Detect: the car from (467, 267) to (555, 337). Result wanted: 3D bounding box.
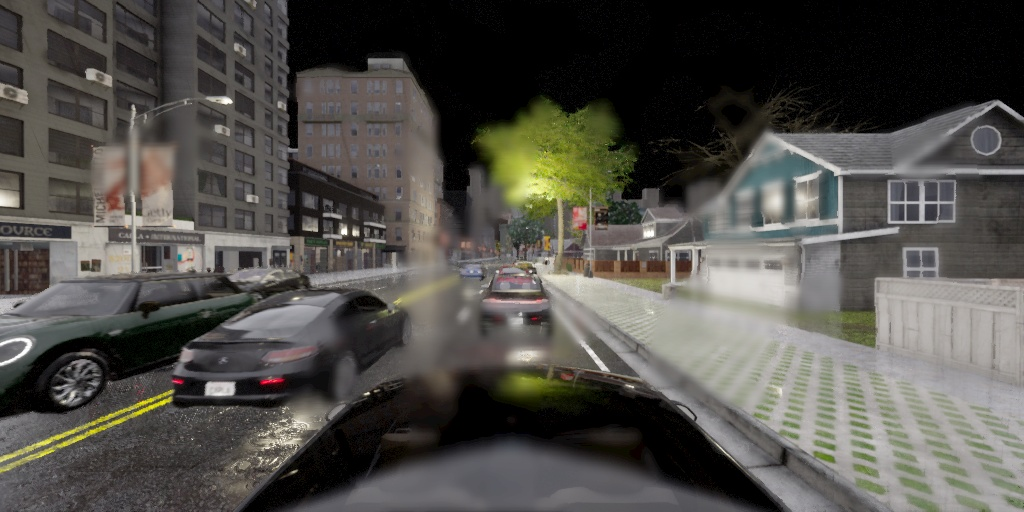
[{"bbox_3d":[0.111,1.237,10.330,2.128,1.511,4.902,0,0,0],"label":"car"}]

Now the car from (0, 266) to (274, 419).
[{"bbox_3d":[-6.595,1.101,5.997,2.097,1.767,4.553,0,0,0],"label":"car"}]

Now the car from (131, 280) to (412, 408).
[{"bbox_3d":[-3.144,1.274,6.172,1.812,1.442,4.674,0,0,0],"label":"car"}]

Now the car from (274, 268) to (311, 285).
[{"bbox_3d":[-9.837,1.235,13.988,2.128,1.511,4.902,0,0,0],"label":"car"}]

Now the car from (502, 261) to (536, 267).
[{"bbox_3d":[0.119,1.215,19.834,1.882,1.535,5.008,0,0,0],"label":"car"}]

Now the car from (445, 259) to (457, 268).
[{"bbox_3d":[-9.771,1.241,59.682,1.994,1.385,4.181,0,0,0],"label":"car"}]

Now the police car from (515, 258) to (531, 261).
[{"bbox_3d":[1.003,1.150,29.563,1.930,1.638,5.238,0,0,0],"label":"police car"}]

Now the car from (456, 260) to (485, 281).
[{"bbox_3d":[-3.121,1.271,30.212,2.033,1.411,5.357,0,0,0],"label":"car"}]
